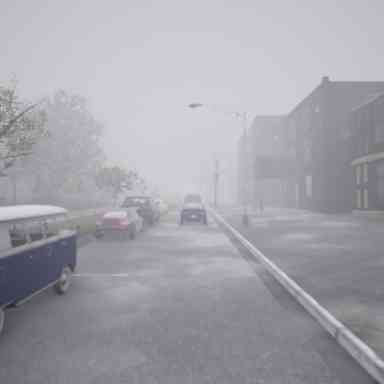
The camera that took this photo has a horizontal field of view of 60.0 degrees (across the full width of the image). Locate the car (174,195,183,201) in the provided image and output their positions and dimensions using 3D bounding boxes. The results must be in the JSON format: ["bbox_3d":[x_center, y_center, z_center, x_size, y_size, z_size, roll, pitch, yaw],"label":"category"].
[{"bbox_3d":[-3.638,1.650,89.409,2.163,1.488,4.792,-1,0,2],"label":"car"}]

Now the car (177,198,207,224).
[{"bbox_3d":[0.106,1.495,24.846,1.882,1.535,5.008,0,0,0],"label":"car"}]

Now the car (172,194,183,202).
[{"bbox_3d":[-3.630,1.468,83.805,2.185,1.767,4.553,0,0,2],"label":"car"}]

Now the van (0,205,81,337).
[{"bbox_3d":[-3.646,1.282,6.318,1.878,1.987,4.442,0,0,2],"label":"van"}]

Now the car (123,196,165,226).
[{"bbox_3d":[-3.646,1.284,24.034,2.435,2.045,5.566,0,0,1],"label":"car"}]

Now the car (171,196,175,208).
[{"bbox_3d":[-3.641,1.541,39.466,2.097,1.535,5.008,0,0,2],"label":"car"}]

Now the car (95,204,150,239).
[{"bbox_3d":[-3.648,1.556,17.289,2.002,1.452,4.674,0,0,0],"label":"car"}]

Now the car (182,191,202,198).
[{"bbox_3d":[0.112,1.268,42.994,2.150,2.045,5.566,0,0,0],"label":"car"}]

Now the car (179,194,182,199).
[{"bbox_3d":[-3.634,1.602,61.656,2.231,1.521,4.892,0,-1,2],"label":"car"}]

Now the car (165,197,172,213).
[{"bbox_3d":[-3.642,1.519,33.918,2.097,1.535,5.008,0,0,2],"label":"car"}]

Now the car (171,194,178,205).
[{"bbox_3d":[-3.630,1.560,49.719,1.946,1.575,5.366,0,0,2],"label":"car"}]

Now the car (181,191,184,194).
[{"bbox_3d":[-3.630,1.332,76.151,2.435,2.045,5.566,0,0,2],"label":"car"}]

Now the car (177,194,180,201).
[{"bbox_3d":[-3.636,1.589,56.100,2.097,1.535,5.008,0,0,2],"label":"car"}]
